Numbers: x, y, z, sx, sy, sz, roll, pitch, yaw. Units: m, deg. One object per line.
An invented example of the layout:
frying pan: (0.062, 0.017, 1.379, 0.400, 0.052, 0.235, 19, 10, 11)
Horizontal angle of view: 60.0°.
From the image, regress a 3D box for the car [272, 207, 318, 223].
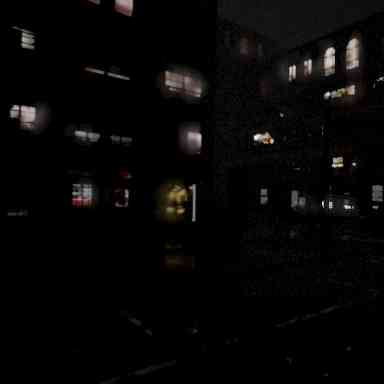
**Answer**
car: (9.341, 2.030, 30.435, 2.008, 1.369, 4.403, 1, -1, -36)

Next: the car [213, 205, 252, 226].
car: (2.743, 1.728, 25.675, 1.967, 1.590, 4.097, 1, -1, -36)

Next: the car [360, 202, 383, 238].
car: (11.897, 1.589, 17.621, 2.150, 2.045, 5.566, 2, -1, -36)
